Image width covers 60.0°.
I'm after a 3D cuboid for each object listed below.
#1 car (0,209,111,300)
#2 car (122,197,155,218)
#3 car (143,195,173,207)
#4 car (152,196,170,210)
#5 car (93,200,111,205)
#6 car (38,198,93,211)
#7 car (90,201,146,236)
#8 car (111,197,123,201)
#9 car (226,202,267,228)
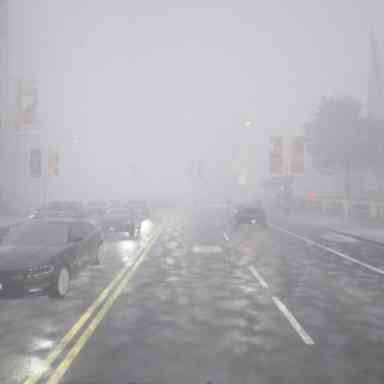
[{"bbox_3d":[-3.642,1.436,8.538,1.882,1.535,5.008,0,0,-2],"label":"car"},{"bbox_3d":[-4.599,1.350,28.212,2.128,1.511,4.902,0,0,-11],"label":"car"},{"bbox_3d":[-4.856,1.258,46.662,2.128,1.511,4.902,0,1,-35],"label":"car"},{"bbox_3d":[-4.375,1.327,39.394,1.812,1.442,4.674,0,0,-29],"label":"car"},{"bbox_3d":[-8.300,1.405,28.897,2.033,1.411,5.357,0,0,-14],"label":"car"},{"bbox_3d":[-7.306,1.262,18.539,2.097,1.767,4.553,0,0,-2],"label":"car"},{"bbox_3d":[-3.776,1.437,17.816,1.812,1.442,4.674,0,0,-2],"label":"car"},{"bbox_3d":[-9.993,1.363,47.906,1.895,1.301,4.718,0,0,-44],"label":"car"},{"bbox_3d":[3.399,1.393,21.259,1.837,1.490,4.892,0,0,-2],"label":"car"}]
